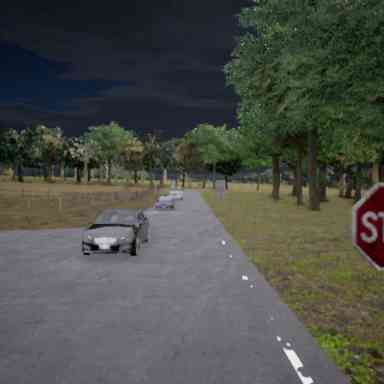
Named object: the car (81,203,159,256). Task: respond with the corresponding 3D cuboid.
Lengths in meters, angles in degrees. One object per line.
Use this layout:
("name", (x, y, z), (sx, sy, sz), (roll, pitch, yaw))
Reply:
("car", (-2.728, 1.411, 12.836), (2.128, 1.511, 4.902), (1, 1, 0))

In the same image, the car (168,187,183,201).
("car", (-2.697, 0.254, 55.614), (2.150, 2.045, 5.566), (0, 2, 0))

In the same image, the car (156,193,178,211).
("car", (-2.715, 1.116, 34.309), (1.812, 1.442, 4.674), (0, 1, 0))
